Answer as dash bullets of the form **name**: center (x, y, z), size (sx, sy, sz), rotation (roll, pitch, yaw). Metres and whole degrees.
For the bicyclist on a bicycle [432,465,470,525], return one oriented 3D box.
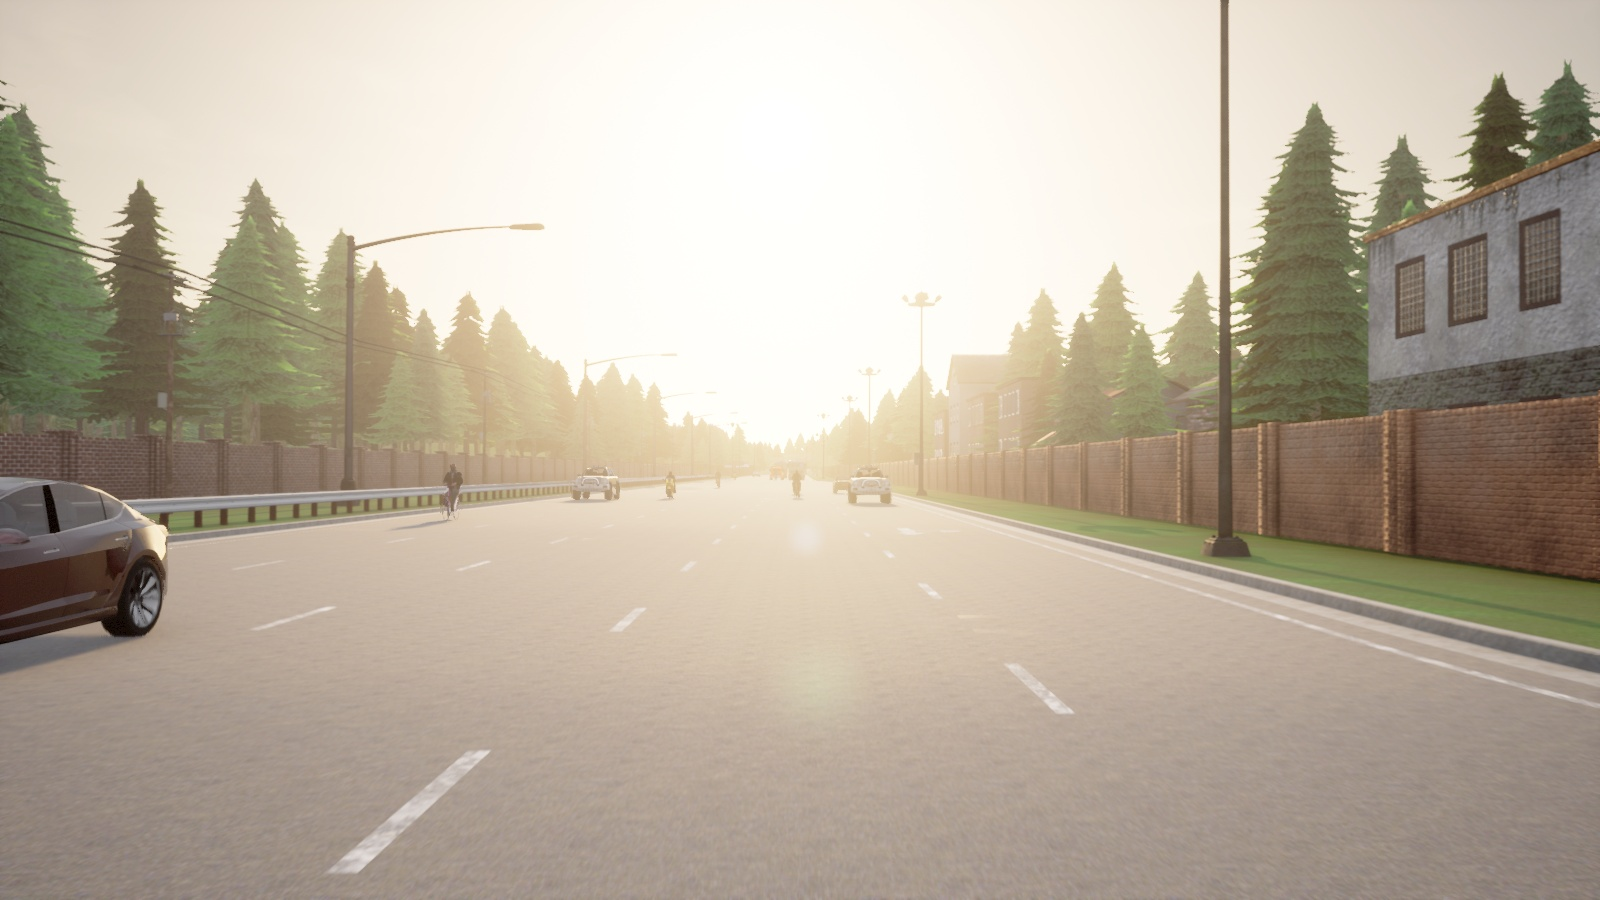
- **bicyclist on a bicycle**: center (-10.594, 1.367, 38.168), size (0.659, 1.776, 1.843), rotation (0, -1, 0)

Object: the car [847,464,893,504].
- **car**: center (3.349, 1.633, 60.672), size (1.932, 1.855, 4.605), rotation (0, -1, 0)

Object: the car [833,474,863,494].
- **car**: center (3.284, 2.365, 87.434), size (1.895, 1.301, 4.718), rotation (0, -1, 0)

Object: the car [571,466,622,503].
- **car**: center (-10.664, 1.780, 66.081), size (1.932, 1.855, 4.605), rotation (0, -1, 0)

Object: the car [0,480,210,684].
- **car**: center (-7.026, 1.015, 10.268), size (2.163, 1.488, 4.792), rotation (0, -1, 0)
